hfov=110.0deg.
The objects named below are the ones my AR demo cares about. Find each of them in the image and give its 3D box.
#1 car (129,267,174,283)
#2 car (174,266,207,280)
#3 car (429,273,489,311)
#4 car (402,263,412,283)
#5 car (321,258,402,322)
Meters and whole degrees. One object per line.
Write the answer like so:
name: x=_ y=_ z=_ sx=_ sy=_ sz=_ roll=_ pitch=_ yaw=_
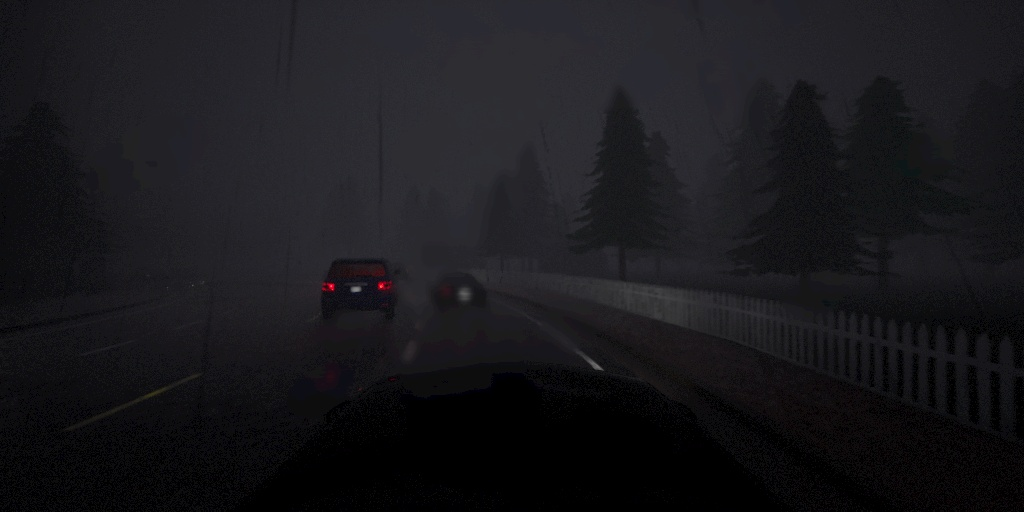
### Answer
car: x=-36.126 y=1.840 z=35.640 sx=4.674 sy=1.442 sz=1.812 roll=-1 pitch=0 yaw=27
car: x=-35.417 y=1.809 z=39.216 sx=4.902 sy=1.511 sz=2.128 roll=-1 pitch=0 yaw=28
car: x=-2.329 y=1.385 z=15.015 sx=1.994 sy=1.385 sz=4.181 roll=-1 pitch=0 yaw=-18
car: x=-9.960 y=1.315 z=29.259 sx=2.097 sy=1.767 sz=4.553 roll=-1 pitch=0 yaw=-38
car: x=-5.330 y=1.077 z=13.158 sx=2.150 sy=2.045 sz=5.566 roll=0 pitch=0 yaw=-16
